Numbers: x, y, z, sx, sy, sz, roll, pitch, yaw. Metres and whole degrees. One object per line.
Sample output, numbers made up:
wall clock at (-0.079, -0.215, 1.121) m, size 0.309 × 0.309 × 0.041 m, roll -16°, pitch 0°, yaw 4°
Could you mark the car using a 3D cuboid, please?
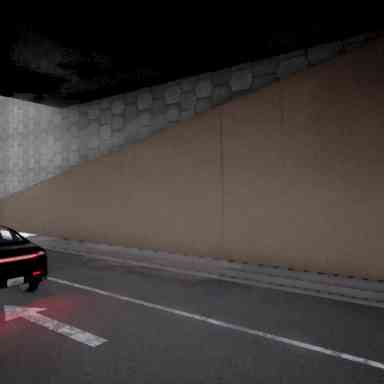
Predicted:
car at (-5.332, 1.491, 7.745) m, size 4.902 × 1.511 × 2.128 m, roll 0°, pitch 0°, yaw 35°
